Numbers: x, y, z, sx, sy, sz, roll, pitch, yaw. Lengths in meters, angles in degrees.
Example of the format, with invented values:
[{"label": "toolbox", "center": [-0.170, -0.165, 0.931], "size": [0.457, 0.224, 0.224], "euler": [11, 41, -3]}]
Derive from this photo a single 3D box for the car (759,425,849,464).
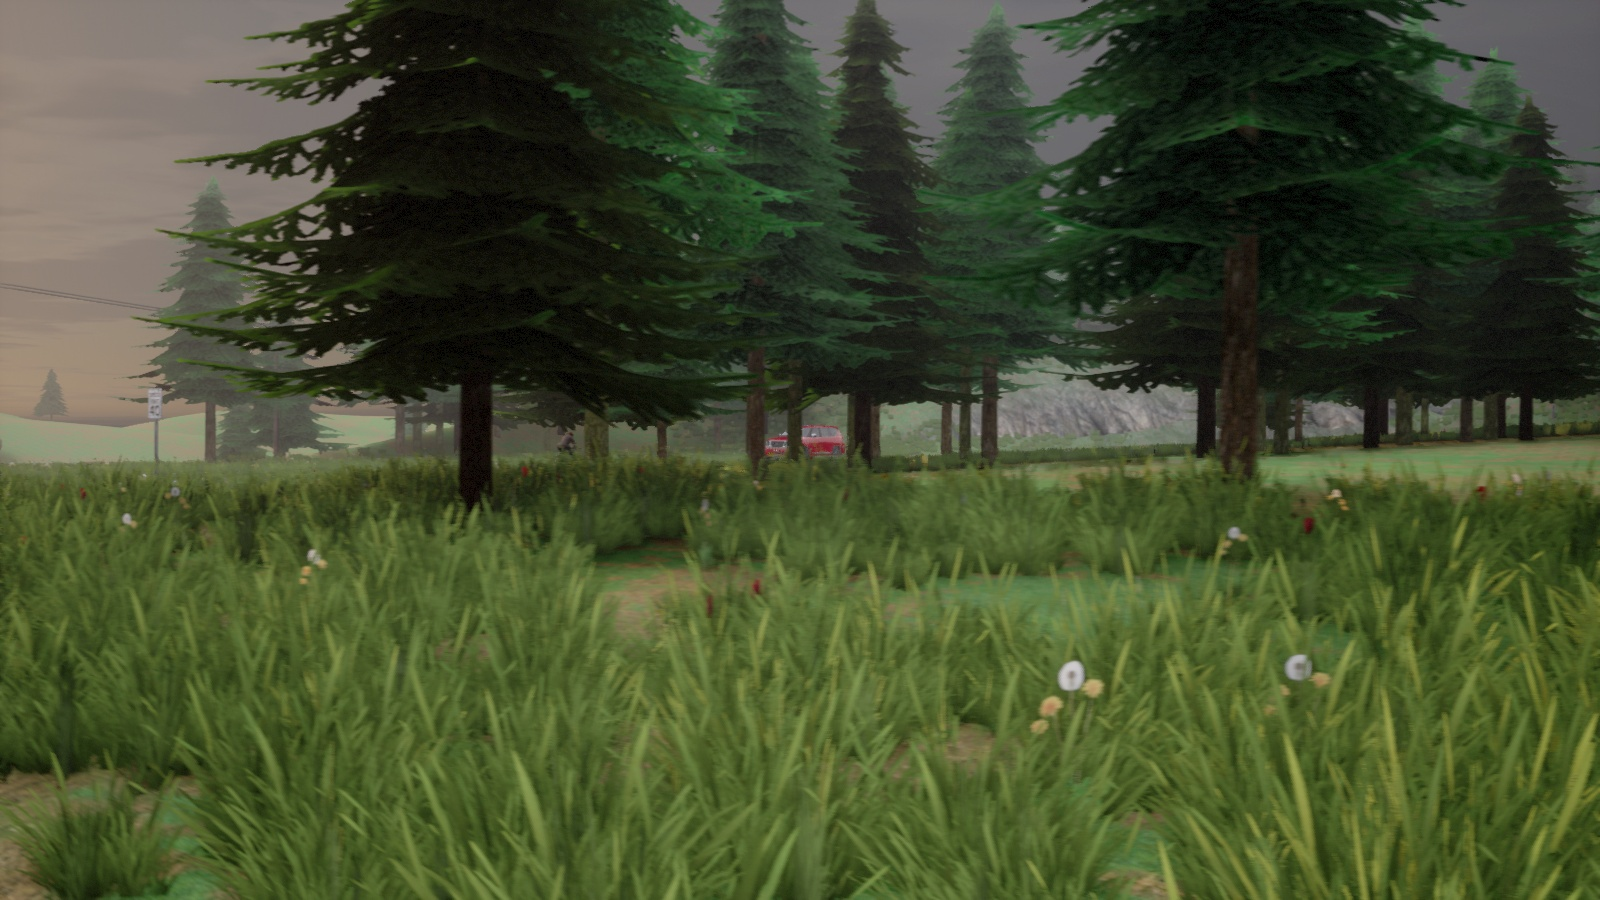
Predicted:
[{"label": "car", "center": [0.276, -0.332, 67.364], "size": [2.150, 2.045, 5.566], "euler": [0, 1, 33]}]
